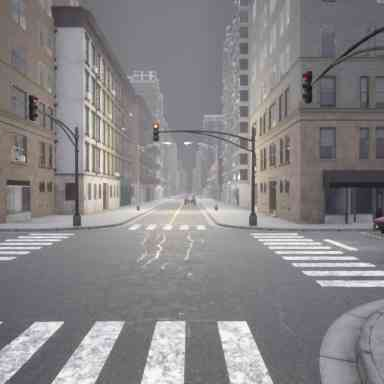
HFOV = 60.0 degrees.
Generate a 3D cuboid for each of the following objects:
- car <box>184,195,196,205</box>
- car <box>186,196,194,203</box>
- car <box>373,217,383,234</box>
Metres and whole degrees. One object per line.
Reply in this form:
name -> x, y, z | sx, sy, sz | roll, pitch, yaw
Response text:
car -> -0.336, 1.365, 60.005 | 2.097, 1.767, 4.553 | 0, 0, -1
car -> -0.422, 1.543, 69.699 | 1.812, 1.442, 4.674 | 0, 0, 0
car -> 11.653, 1.528, 16.924 | 4.507, 1.381, 1.887 | 0, 0, 0
